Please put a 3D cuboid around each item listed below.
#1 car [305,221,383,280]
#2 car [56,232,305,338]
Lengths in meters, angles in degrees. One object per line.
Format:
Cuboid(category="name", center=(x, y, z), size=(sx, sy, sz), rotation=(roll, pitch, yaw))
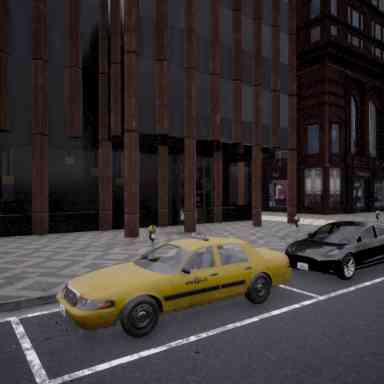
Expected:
Cuboid(category="car", center=(4.672, 1.567, 9.967), size=(4.313, 1.339, 1.947), rotation=(0, 0, -35))
Cuboid(category="car", center=(-0.060, 1.525, 6.601), size=(4.829, 1.417, 1.752), rotation=(0, 0, -35))
